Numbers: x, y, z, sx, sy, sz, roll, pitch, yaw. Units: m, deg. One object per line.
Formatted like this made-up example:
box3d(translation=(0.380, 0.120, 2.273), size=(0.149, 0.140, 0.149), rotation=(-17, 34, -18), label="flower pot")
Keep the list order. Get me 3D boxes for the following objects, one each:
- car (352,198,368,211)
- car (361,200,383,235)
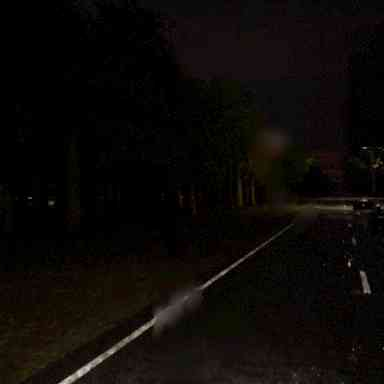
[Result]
box3d(translation=(19.771, 1.416, 38.551), size=(1.994, 1.385, 4.181), rotation=(0, 0, 24), label="car")
box3d(translation=(10.549, 1.410, 17.825), size=(2.128, 1.511, 4.902), rotation=(0, 0, 24), label="car")
